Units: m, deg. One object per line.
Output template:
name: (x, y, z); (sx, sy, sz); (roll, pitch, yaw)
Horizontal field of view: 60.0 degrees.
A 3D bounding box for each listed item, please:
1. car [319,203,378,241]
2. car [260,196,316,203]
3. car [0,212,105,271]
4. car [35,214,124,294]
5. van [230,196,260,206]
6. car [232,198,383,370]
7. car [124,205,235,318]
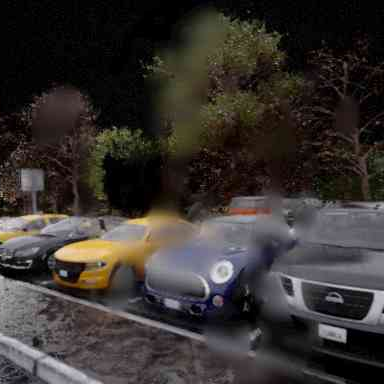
car: (8.606, 1.477, 17.969); (1.946, 1.575, 5.366); (0, 0, 36)
car: (6.477, 1.233, 19.752); (2.435, 2.045, 5.566); (0, 0, 36)
car: (-3.576, 1.503, 10.832); (2.231, 1.521, 4.892); (0, 0, 36)
car: (-1.320, 1.488, 9.221); (2.097, 1.535, 5.008); (0, 0, 36)
van: (4.176, 1.274, 21.506); (1.878, 1.987, 4.442); (0, 0, 36)
car: (3.174, 1.229, 5.967); (2.435, 2.045, 5.566); (0, 0, 36)
car: (0.953, 1.356, 7.627); (2.185, 1.767, 4.553); (0, 0, 36)
